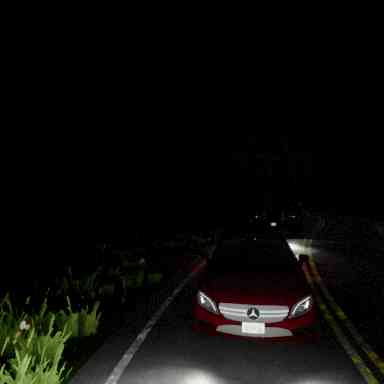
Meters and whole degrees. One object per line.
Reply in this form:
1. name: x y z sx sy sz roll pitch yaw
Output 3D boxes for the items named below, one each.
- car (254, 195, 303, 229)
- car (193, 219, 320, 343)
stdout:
1. car: 5.008 1.214 18.849 2.150 2.045 5.566 -2 -1 22
2. car: 1.232 1.534 6.679 1.812 1.442 4.674 -1 0 11
